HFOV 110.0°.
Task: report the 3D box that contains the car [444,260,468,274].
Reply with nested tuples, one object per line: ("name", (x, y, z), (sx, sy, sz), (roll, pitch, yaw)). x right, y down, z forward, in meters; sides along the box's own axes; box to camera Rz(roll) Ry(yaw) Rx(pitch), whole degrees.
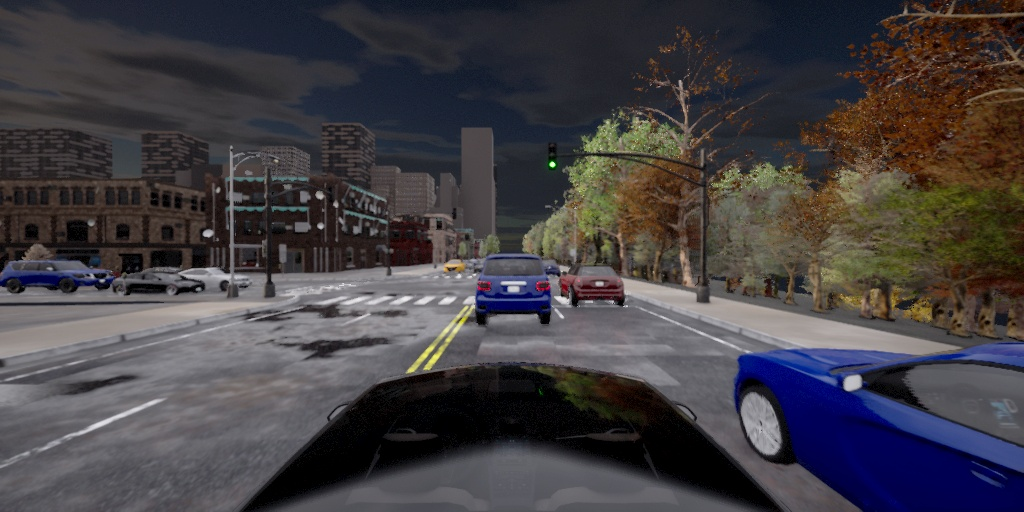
("car", (-6.590, 1.175, 41.398), (1.882, 1.535, 5.008), (0, 0, 0))

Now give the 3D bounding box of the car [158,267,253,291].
("car", (-19.371, 1.468, 23.061), (4.674, 1.442, 1.812), (-1, 1, -1))

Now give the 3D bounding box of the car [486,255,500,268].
("car", (-3.258, 0.887, 62.248), (2.150, 2.045, 5.566), (0, 0, 0))

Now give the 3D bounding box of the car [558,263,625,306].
("car", (3.348, 1.084, 15.833), (2.097, 1.767, 4.553), (0, 0, 0))

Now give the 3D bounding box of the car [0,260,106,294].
("car", (-29.105, 1.276, 23.061), (5.566, 2.045, 2.150), (-1, 1, 0))

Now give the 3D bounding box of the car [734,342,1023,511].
("car", (3.352, 1.227, 1.901), (1.882, 1.535, 5.008), (0, 0, 0))

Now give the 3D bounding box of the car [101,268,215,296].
("car", (-19.949, 1.545, 20.350), (4.313, 1.339, 1.948), (0, 0, 0))

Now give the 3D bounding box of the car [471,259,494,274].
("car", (-3.330, 1.188, 41.668), (2.128, 1.511, 4.902), (0, 0, 1))

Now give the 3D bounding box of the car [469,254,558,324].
("car", (0.031, 0.958, 11.996), (2.150, 2.045, 5.566), (0, 0, 0))
